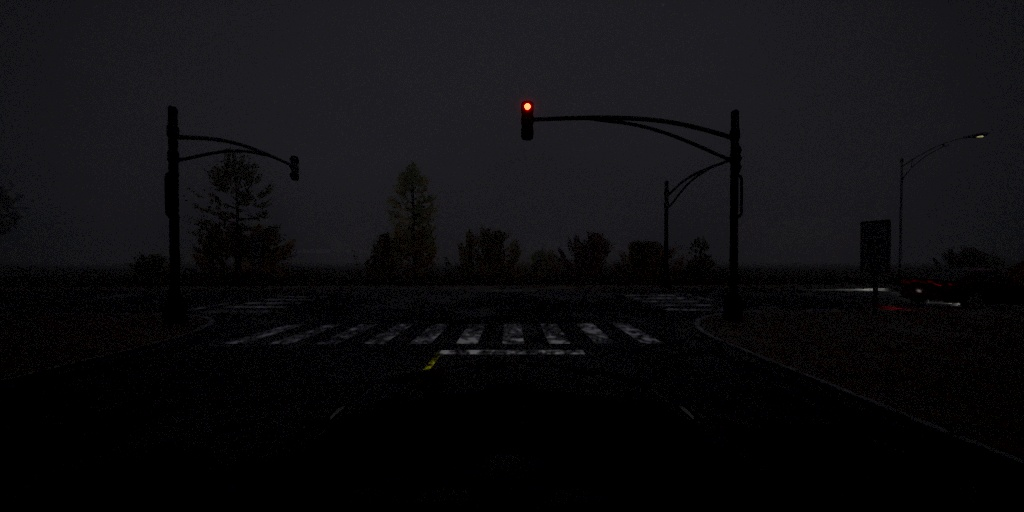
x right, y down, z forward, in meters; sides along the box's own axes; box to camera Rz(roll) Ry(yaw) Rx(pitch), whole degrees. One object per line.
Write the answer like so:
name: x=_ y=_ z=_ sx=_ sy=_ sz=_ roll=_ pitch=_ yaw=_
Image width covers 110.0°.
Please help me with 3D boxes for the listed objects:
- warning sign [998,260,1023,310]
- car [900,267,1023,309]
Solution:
warning sign: x=17.013 y=0.892 z=11.719 sx=1.060 sy=1.860 sz=1.300 roll=0 pitch=0 yaw=-1
car: x=18.555 y=1.216 z=14.264 sx=5.008 sy=1.535 sz=1.882 roll=0 pitch=1 yaw=-2
